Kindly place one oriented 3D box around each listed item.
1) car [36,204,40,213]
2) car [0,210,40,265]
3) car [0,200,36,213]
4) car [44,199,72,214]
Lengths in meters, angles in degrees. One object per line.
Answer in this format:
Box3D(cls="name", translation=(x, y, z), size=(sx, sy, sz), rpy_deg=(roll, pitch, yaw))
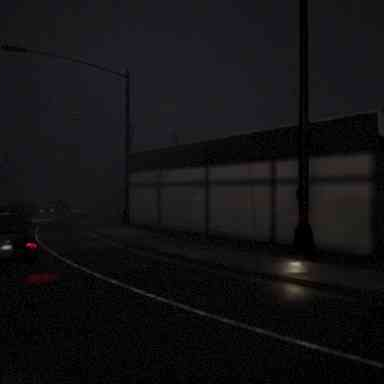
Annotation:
Box3D(cls="car", translation=(-17.595, 1.572, 34.936), size=(1.994, 1.385, 4.181), rpy_deg=(0, 0, -6))
Box3D(cls="car", translation=(-6.483, 1.563, 11.099), size=(2.033, 1.411, 5.357), rpy_deg=(0, 0, -35))
Box3D(cls="car", translation=(-11.920, 1.514, 22.055), size=(1.837, 1.490, 4.892), rpy_deg=(0, 0, -17))
Box3D(cls="car", translation=(-14.115, 1.516, 35.308), size=(1.837, 1.490, 4.892), rpy_deg=(0, 0, -6))
